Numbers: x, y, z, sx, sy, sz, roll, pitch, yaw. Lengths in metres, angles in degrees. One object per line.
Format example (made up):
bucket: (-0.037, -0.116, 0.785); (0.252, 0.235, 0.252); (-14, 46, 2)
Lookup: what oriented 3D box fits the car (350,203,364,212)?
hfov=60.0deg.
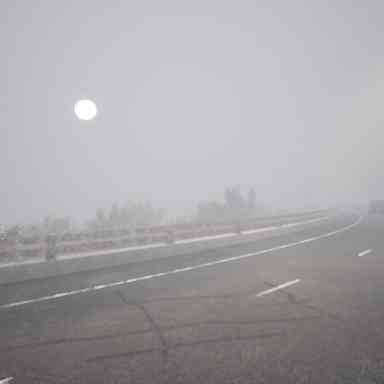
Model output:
car: (28.668, 2.586, 57.465); (2.128, 1.511, 4.902); (-1, -2, 15)

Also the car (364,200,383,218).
car: (21.231, 1.913, 37.975); (2.150, 2.045, 5.566); (-2, -2, 27)
